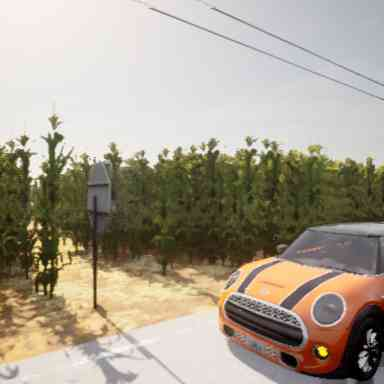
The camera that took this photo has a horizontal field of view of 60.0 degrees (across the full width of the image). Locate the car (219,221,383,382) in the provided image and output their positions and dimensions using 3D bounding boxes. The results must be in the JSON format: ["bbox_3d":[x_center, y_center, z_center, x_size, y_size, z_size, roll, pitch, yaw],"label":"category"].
[{"bbox_3d":[2.609,1.356,5.592,4.553,1.767,2.097,0,0,-37],"label":"car"}]
